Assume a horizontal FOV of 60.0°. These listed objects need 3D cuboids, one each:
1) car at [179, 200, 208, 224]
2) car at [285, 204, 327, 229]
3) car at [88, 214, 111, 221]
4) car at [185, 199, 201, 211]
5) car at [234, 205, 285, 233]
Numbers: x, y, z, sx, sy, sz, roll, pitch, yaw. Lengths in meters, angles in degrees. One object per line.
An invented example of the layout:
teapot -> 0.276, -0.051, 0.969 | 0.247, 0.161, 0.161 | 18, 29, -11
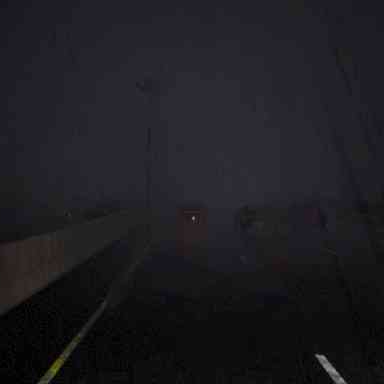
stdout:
car -> 0.105, 1.510, 24.875 | 1.837, 1.490, 4.892 | 0, 0, 0
car -> 7.105, 1.495, 21.669 | 2.128, 1.511, 4.902 | 0, 0, 0
car -> -7.090, 1.482, 26.712 | 1.882, 1.535, 5.008 | 0, 0, 0
car -> 0.109, 1.608, 41.614 | 1.895, 1.301, 4.718 | 0, 0, 0
car -> 3.605, 1.495, 19.639 | 2.128, 1.511, 4.902 | 0, 0, 0
